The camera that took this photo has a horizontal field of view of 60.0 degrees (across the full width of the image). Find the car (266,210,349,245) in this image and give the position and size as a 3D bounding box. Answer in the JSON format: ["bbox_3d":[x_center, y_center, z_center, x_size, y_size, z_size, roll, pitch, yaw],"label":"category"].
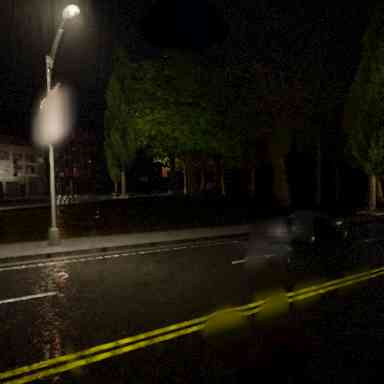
[{"bbox_3d":[5.371,1.551,15.374,4.181,1.385,1.994,0,0,-35],"label":"car"}]
